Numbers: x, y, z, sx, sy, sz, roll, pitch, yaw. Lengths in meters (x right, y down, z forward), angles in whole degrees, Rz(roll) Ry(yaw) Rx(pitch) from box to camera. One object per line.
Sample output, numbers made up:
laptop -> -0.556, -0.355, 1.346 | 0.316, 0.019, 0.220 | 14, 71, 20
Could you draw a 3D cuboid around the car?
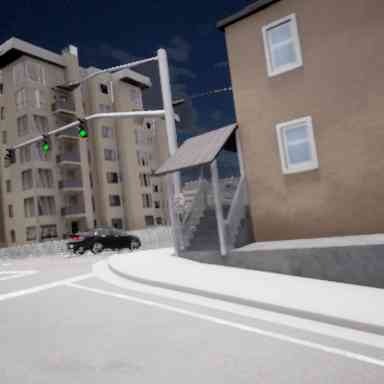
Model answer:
car -> -5.268, 2.979, 20.406 | 1.837, 1.490, 4.892 | -10, -11, 35
